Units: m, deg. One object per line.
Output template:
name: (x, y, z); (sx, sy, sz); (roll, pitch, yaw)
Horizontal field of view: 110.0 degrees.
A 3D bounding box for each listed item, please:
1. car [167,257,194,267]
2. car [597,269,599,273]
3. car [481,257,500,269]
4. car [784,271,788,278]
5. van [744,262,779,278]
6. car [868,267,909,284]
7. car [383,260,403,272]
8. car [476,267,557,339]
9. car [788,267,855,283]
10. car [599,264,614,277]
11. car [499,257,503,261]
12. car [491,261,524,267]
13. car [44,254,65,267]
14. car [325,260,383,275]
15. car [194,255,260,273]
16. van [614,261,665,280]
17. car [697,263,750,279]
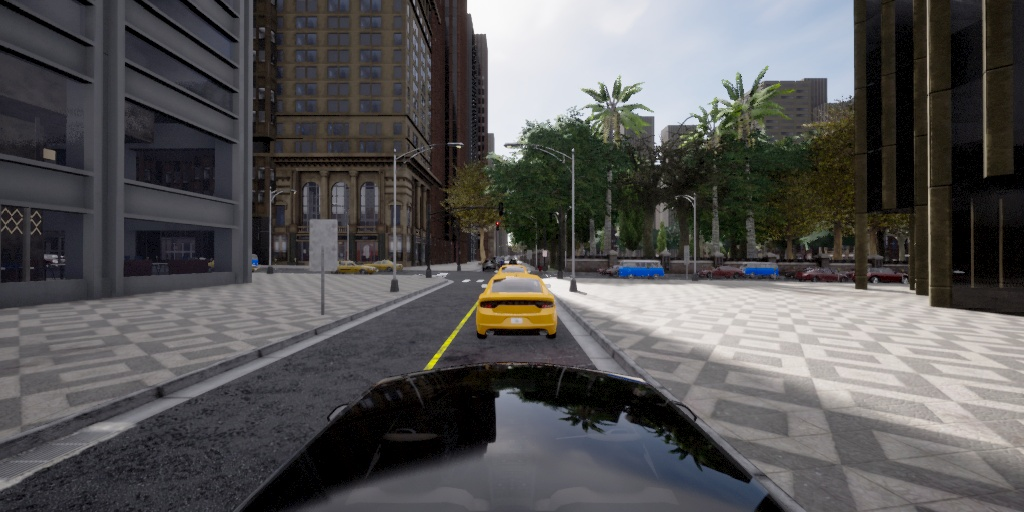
car: (-37.767, 0.772, 42.033); (4.313, 1.339, 1.948); (0, 0, 0)
car: (11.998, 1.604, 41.707); (4.207, 1.307, 1.802); (0, 0, 0)
car: (-2.974, 1.298, 47.704); (1.837, 1.490, 4.892); (0, 0, 0)
car: (33.059, 1.902, 38.899); (5.357, 1.411, 2.033); (1, 0, 1)
van: (28.568, 1.636, 41.598); (3.998, 1.789, 1.690); (0, 0, 0)
car: (34.047, 1.778, 33.036); (4.097, 1.591, 1.967); (0, 0, 0)
car: (-15.258, 1.100, 41.885); (4.829, 1.417, 1.751); (0, 0, 0)
car: (0.115, 1.229, 10.136); (1.882, 1.535, 5.008); (0, 0, 0)
car: (28.523, 1.829, 33.072); (4.207, 1.307, 1.802); (0, 0, 0)
car: (12.655, 1.565, 39.041); (5.357, 1.411, 2.033); (1, 0, 0)
car: (-2.918, 1.352, 60.171); (1.812, 1.442, 4.674); (0, 0, 0)
car: (0.049, 1.234, 20.197); (1.882, 1.535, 5.008); (0, 0, 0)
car: (-43.486, 0.506, 33.545); (4.097, 1.591, 1.967); (0, 0, 0)
car: (-14.964, 1.051, 33.358); (4.829, 1.417, 1.751); (0, 0, 0)
car: (-26.304, 0.866, 33.433); (4.829, 1.417, 1.751); (0, 0, 0)
van: (11.953, 1.314, 33.181); (3.998, 1.789, 1.690); (0, 0, 0)
car: (22.615, 1.708, 38.976); (4.674, 1.442, 1.812); (1, 0, 0)
